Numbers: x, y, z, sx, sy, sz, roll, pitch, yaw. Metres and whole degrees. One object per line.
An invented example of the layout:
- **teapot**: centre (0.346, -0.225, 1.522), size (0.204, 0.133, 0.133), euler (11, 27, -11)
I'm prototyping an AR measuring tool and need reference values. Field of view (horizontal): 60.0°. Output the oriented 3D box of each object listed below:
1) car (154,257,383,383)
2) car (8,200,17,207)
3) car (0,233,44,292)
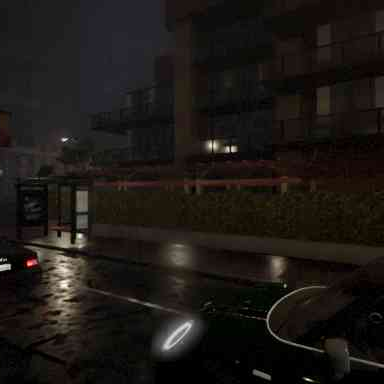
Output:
- **car**: centre (1.850, 1.352, 2.685), size (4.553, 1.767, 2.097), euler (0, 0, 35)
- **car**: centre (-24.479, 1.478, 49.285), size (1.882, 1.535, 5.008), euler (0, 0, 35)
- **car**: centre (-5.768, 1.547, 8.061), size (5.357, 1.411, 2.033), euler (0, 0, 36)
